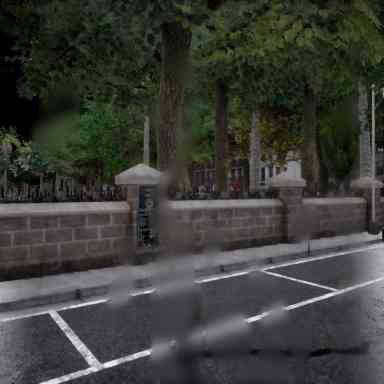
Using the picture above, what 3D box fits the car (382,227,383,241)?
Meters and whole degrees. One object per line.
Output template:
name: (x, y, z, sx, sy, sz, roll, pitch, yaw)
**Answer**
car: (9.760, 1.310, 13.509, 5.009, 1.841, 2.192, 0, 0, -36)
